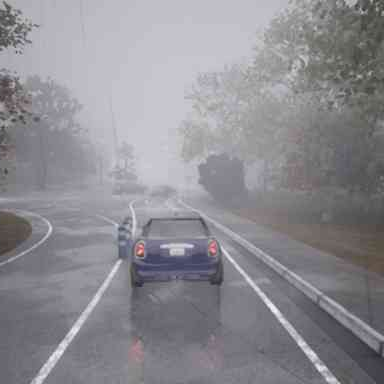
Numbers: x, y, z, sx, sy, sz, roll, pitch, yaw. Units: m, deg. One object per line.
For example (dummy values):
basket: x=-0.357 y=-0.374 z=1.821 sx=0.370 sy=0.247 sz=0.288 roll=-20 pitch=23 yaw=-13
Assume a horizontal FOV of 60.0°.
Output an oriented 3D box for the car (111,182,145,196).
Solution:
car: x=-7.455 y=-0.492 z=40.546 sx=4.553 sy=1.767 sz=2.097 roll=-4 pitch=5 yaw=-40

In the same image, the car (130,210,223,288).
car: x=-0.461 y=1.279 z=9.310 sx=2.097 sy=1.767 sz=4.553 roll=0 pitch=1 yaw=-4

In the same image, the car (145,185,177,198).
car: x=-3.168 y=-0.122 z=38.227 sx=2.033 sy=1.411 sz=5.357 roll=1 pitch=4 yaw=13
